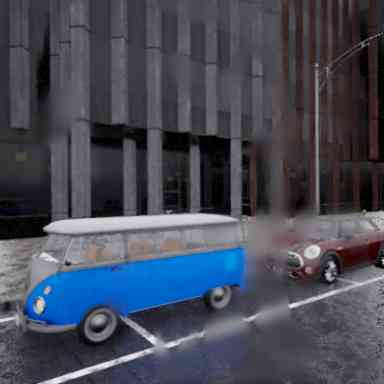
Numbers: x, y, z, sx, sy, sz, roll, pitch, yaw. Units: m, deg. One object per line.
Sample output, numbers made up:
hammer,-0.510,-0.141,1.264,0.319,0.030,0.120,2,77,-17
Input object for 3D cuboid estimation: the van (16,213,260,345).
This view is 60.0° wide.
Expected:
van,-0.831,1.329,6.058,3.998,1.788,1.690,0,0,-35

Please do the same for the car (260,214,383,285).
car,3.759,1.403,9.331,4.097,1.590,1.967,0,0,-35
